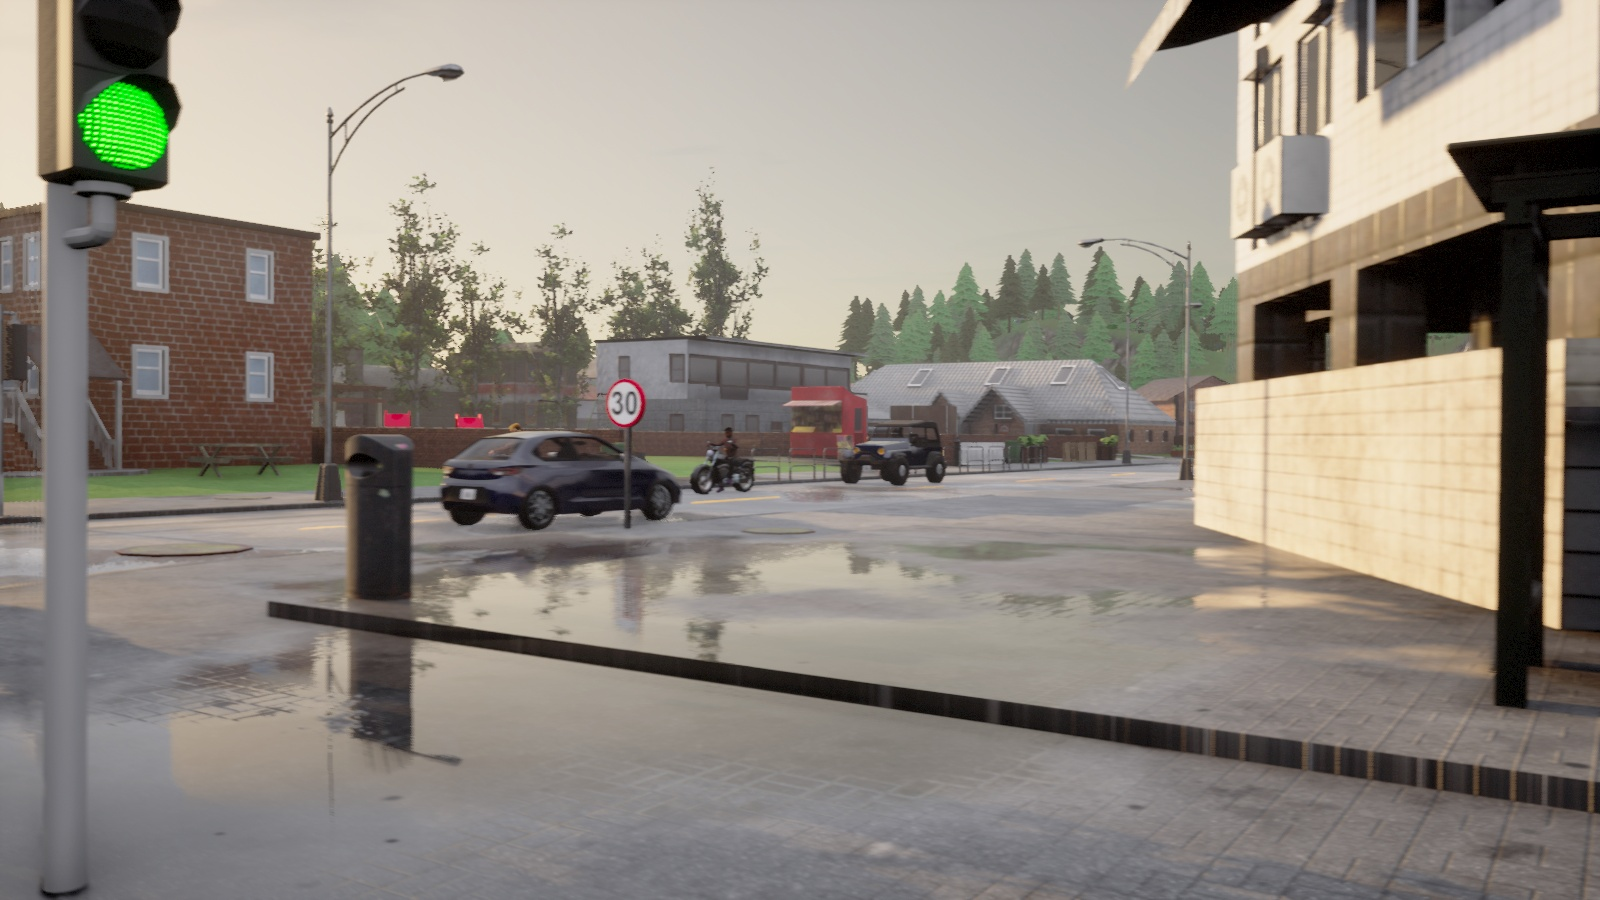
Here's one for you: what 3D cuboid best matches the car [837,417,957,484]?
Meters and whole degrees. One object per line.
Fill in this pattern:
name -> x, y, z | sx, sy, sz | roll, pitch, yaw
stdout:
car -> 2.928, -0.007, 37.215 | 1.905, 1.878, 3.866 | 0, 1, 33

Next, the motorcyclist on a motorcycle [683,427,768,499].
motorcyclist on a motorcycle -> -1.764, 0.286, 30.144 | 0.766, 1.649, 2.350 | 0, 1, 34

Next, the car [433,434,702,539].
car -> -3.602, 0.502, 20.159 | 1.816, 1.474, 4.193 | 0, 1, 34
